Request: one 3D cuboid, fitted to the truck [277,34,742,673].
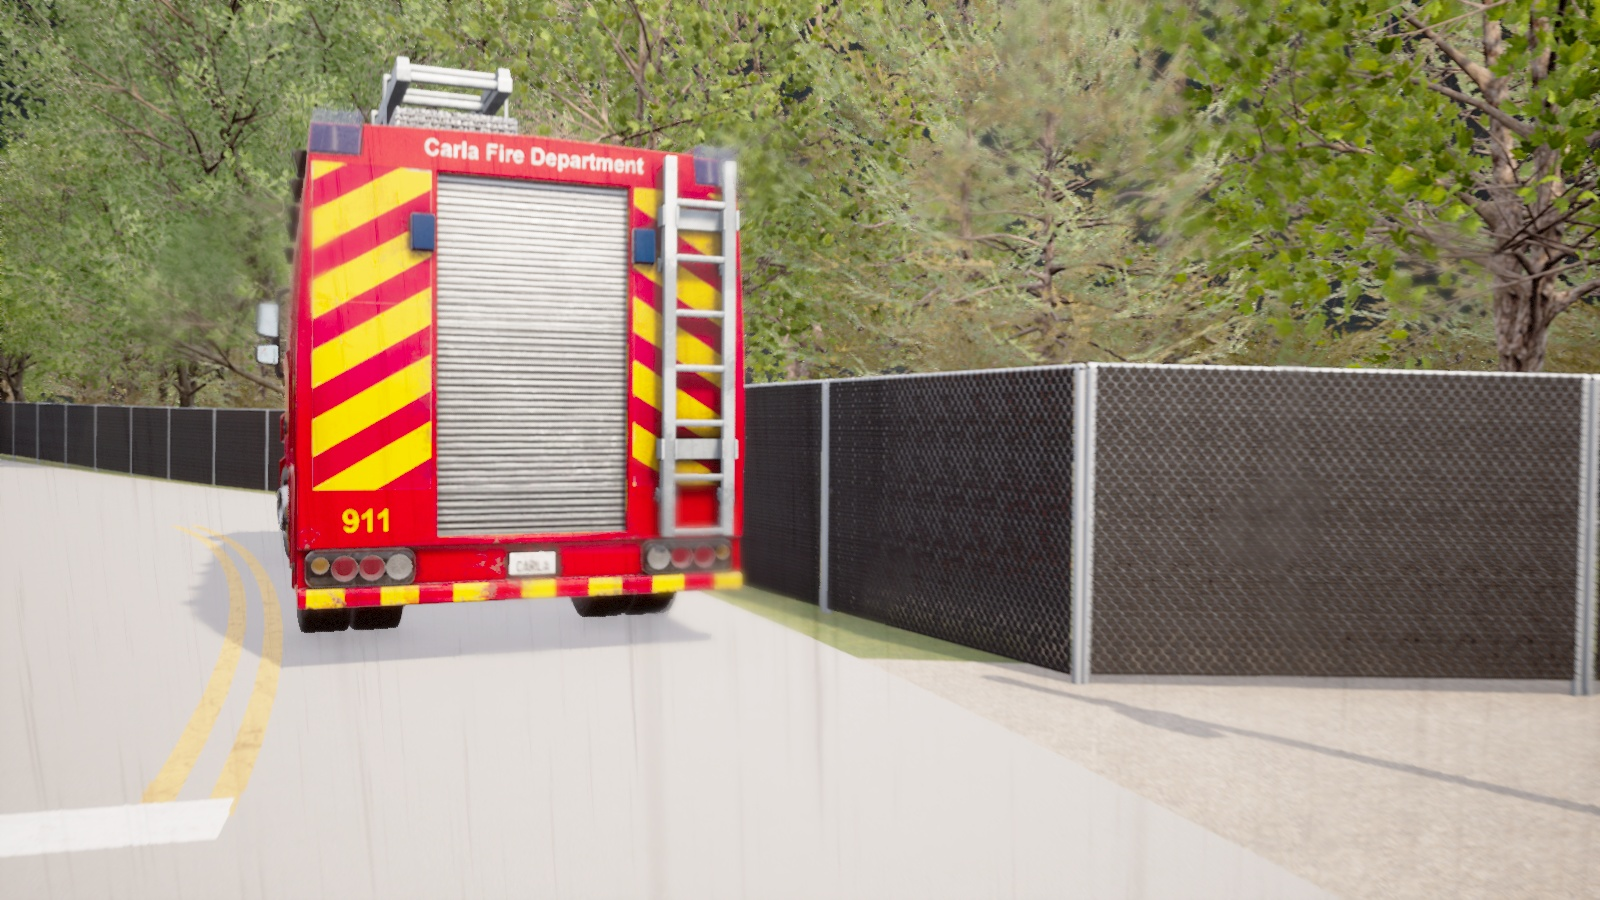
[{"bbox_3d":[-3.399,-0.651,11.995,2.891,3.827,8.468,0,1,-23],"label":"truck"}]
